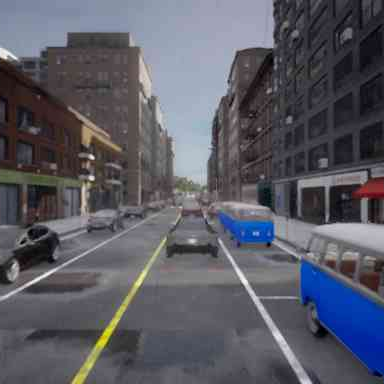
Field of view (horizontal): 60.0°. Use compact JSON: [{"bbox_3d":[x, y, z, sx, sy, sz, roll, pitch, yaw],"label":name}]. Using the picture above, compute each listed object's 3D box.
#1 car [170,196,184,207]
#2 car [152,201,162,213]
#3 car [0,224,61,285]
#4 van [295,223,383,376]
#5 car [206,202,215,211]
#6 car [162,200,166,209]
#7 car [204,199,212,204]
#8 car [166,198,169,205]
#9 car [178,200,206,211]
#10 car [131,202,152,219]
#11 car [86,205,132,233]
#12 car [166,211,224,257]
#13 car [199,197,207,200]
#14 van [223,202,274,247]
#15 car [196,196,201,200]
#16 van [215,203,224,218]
[{"bbox_3d":[-2.779,2.142,65.324,1.837,1.490,4.892,0,-1,0],"label":"car"},{"bbox_3d":[-5.396,1.977,43.957,1.887,1.381,4.507,0,-1,0],"label":"car"},{"bbox_3d":[-5.390,1.666,9.865,1.947,1.339,4.313,0,-1,0],"label":"car"},{"bbox_3d":[2.636,1.384,4.187,1.690,1.788,3.998,0,-1,0],"label":"van"},{"bbox_3d":[2.631,1.904,32.595,1.802,1.307,4.206,0,-1,0],"label":"car"},{"bbox_3d":[-5.398,2.039,49.639,2.008,1.369,4.403,0,-1,0],"label":"car"},{"bbox_3d":[2.630,1.904,38.447,1.752,1.417,4.829,0,-1,0],"label":"car"},{"bbox_3d":[-5.399,2.087,55.322,1.887,1.381,4.507,0,-1,0],"label":"car"},{"bbox_3d":[0.022,1.767,29.239,1.882,1.535,5.008,0,0,0],"label":"car"},{"bbox_3d":[-5.394,1.888,32.593,1.947,1.339,4.313,0,-1,0],"label":"car"},{"bbox_3d":[-5.392,1.762,21.229,2.008,1.369,4.403,0,-1,0],"label":"car"},{"bbox_3d":[0.023,1.701,13.607,1.994,1.385,4.181,0,0,0],"label":"car"},{"bbox_3d":[2.738,2.089,62.364,1.882,1.535,5.008,0,-1,0],"label":"car"},{"bbox_3d":[2.634,1.497,15.551,1.690,1.788,3.998,0,-1,0],"label":"van"},{"bbox_3d":[2.622,2.076,78.054,2.192,1.841,5.009,0,-1,0],"label":"car"},{"bbox_3d":[2.633,1.552,21.234,1.690,1.788,3.998,0,-1,0],"label":"van"}]
